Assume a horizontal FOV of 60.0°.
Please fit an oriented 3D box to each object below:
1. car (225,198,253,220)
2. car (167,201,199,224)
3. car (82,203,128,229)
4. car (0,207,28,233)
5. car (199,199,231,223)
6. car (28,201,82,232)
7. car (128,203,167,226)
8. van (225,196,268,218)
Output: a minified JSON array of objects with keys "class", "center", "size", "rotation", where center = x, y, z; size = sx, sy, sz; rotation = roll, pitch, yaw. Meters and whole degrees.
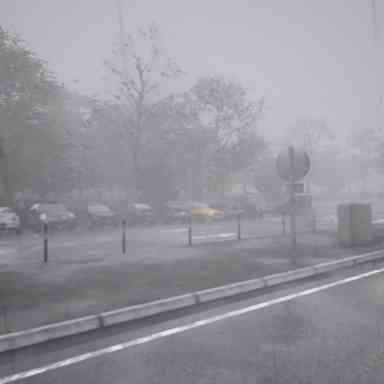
[{"class":"car","center":[2.548,1.571,28.596],"size":[2.163,1.488,4.792],"rotation":[0,0,-36]},{"class":"car","center":[-1.967,1.558,25.365],"size":[2.163,1.488,4.792],"rotation":[0,0,-36]},{"class":"car","center":[-6.468,1.517,22.118],"size":[2.097,1.535,5.008],"rotation":[0,0,-36]},{"class":"car","center":[-10.978,1.547,18.881],"size":[2.002,1.452,4.674],"rotation":[0,0,-36]},{"class":"car","center":[0.414,1.532,26.805],"size":[1.946,1.575,5.366],"rotation":[0,0,-36]},{"class":"car","center":[-8.740,1.387,20.524],"size":[2.185,1.767,4.553],"rotation":[0,0,-36]},{"class":"car","center":[-4.204,1.524,23.723],"size":[2.231,1.521,4.892],"rotation":[0,0,-36]},{"class":"van","center":[4.889,1.322,30.091],"size":[1.878,1.987,4.442],"rotation":[0,0,-36]}]
